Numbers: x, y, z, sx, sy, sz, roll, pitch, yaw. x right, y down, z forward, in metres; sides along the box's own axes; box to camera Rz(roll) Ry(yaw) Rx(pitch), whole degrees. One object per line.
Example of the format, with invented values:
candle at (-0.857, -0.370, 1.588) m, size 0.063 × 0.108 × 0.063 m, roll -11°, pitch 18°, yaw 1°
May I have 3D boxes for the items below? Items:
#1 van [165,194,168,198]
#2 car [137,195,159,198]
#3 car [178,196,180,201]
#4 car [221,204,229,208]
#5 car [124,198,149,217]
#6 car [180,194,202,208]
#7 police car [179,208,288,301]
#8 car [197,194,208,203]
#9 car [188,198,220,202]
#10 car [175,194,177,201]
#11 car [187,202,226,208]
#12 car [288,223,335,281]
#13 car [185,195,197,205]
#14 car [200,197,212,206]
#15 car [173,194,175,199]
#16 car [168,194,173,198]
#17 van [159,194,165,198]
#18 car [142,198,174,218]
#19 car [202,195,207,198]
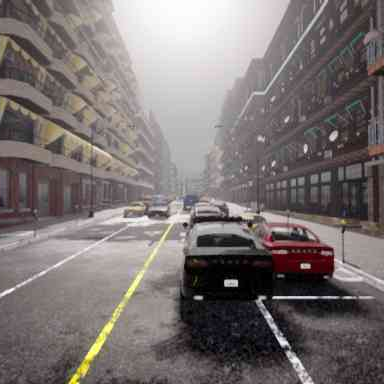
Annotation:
van at (-5.389, 1.419, 54.043) m, size 1.690 × 1.788 × 3.998 m, roll 1°, pitch 0°, yaw 0°
car at (-5.357, 1.354, 37.452) m, size 2.192 × 1.841 × 5.009 m, roll 2°, pitch 0°, yaw 0°
car at (-2.917, 1.731, 92.771) m, size 1.837 × 1.490 × 4.892 m, roll 0°, pitch -1°, yaw 0°
car at (2.558, 1.532, 15.451) m, size 1.752 × 1.417 × 4.829 m, roll 1°, pitch 0°, yaw 0°
car at (-5.352, 1.555, 31.750) m, size 1.752 × 1.417 × 4.829 m, roll 2°, pitch 0°, yaw 0°
car at (-0.078, 1.276, 45.238) m, size 2.150 × 2.045 × 5.566 m, roll 0°, pitch 0°, yaw 0°
police car at (0.699, 1.427, 8.522) m, size 1.930 × 1.638 × 5.238 m, roll 0°, pitch 0°, yaw 0°
car at (2.418, 1.466, 76.119) m, size 2.192 × 1.841 × 5.009 m, roll 1°, pitch 0°, yaw 0°
car at (0.781, 1.473, 24.609) m, size 1.801 × 1.575 × 5.366 m, roll 0°, pitch 0°, yaw 0°
car at (-5.445, 1.740, 81.695) m, size 1.947 × 1.339 × 4.313 m, roll 1°, pitch 0°, yaw 0°
car at (0.792, 1.515, 18.416) m, size 1.837 × 1.490 × 4.892 m, roll 0°, pitch 0°, yaw 0°
car at (2.568, 1.548, 9.749) m, size 1.887 × 1.381 × 4.507 m, roll 1°, pitch 0°, yaw 0°
car at (-0.107, 1.447, 59.929) m, size 2.097 × 1.767 × 4.553 m, roll 0°, pitch 0°, yaw 0°
car at (2.477, 1.639, 59.525) m, size 1.887 × 1.381 × 4.507 m, roll 1°, pitch 0°, yaw 0°
car at (-5.418, 1.447, 70.633) m, size 2.192 × 1.841 × 5.009 m, roll 1°, pitch 0°, yaw 0°
car at (-5.408, 1.428, 65.103) m, size 2.192 × 1.841 × 5.009 m, roll 1°, pitch 0°, yaw 0°
van at (-5.378, 1.403, 48.511) m, size 1.690 × 1.788 × 3.998 m, roll 2°, pitch 0°, yaw 0°
car at (-2.902, 1.574, 30.264) m, size 2.033 × 1.411 × 5.357 m, roll 0°, pitch 0°, yaw 0°
car at (2.487, 1.622, 53.995) m, size 1.887 × 1.381 × 4.507 m, roll 1°, pitch 0°, yaw 0°
